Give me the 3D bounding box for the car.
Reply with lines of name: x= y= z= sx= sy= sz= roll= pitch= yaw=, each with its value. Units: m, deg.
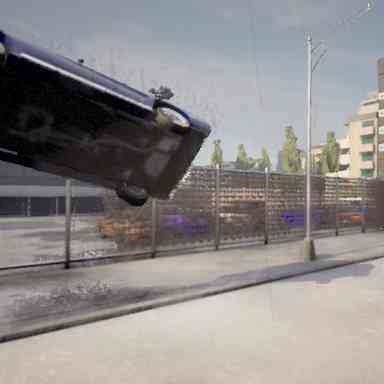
car: x=-1.979 y=-1.186 z=5.658 sx=4.718 sy=1.895 sz=1.301 roll=17 pitch=29 yaw=-32
